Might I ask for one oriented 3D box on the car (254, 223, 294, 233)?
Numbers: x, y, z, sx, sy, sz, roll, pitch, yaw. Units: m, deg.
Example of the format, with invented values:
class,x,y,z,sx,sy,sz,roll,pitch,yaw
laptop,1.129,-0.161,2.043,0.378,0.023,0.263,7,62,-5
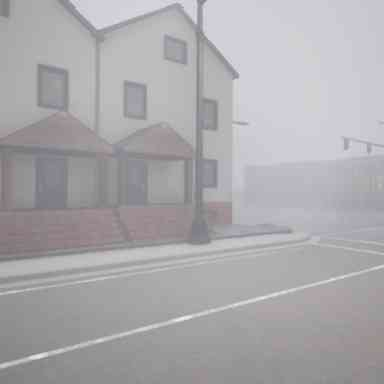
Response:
class,x,y,z,sx,sy,sz,roll,pitch,yaw
car,6.707,3.521,29.697,1.837,1.490,4.892,-1,-13,-36
